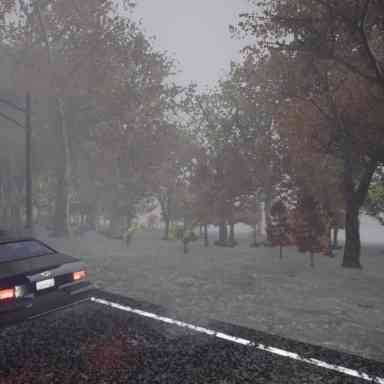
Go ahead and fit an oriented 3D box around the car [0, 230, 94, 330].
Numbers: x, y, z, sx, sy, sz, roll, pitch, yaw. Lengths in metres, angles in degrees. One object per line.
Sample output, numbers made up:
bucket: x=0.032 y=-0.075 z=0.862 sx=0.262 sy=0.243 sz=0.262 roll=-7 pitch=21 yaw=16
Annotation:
car: x=-4.181 y=1.506 z=6.621 sx=5.357 sy=1.411 sz=2.033 roll=-2 pitch=1 yaw=39
